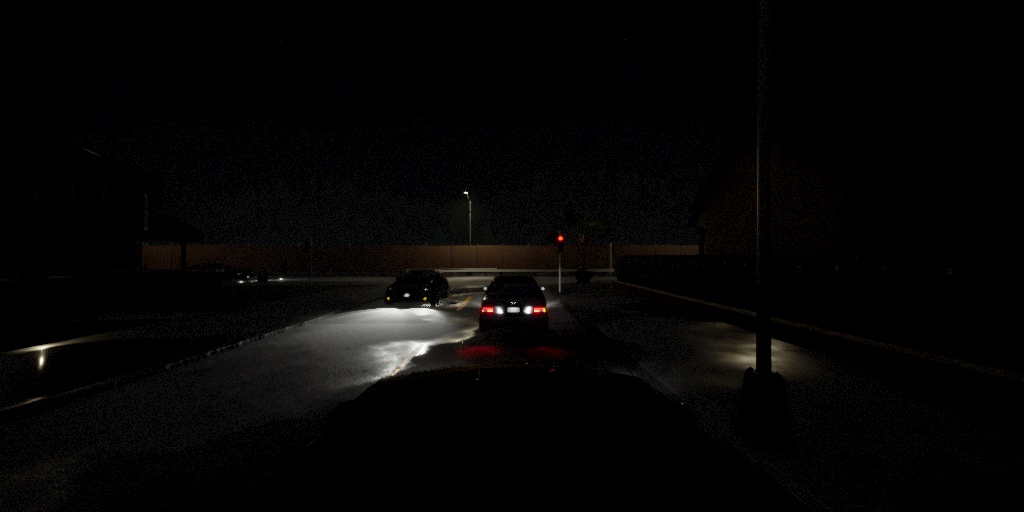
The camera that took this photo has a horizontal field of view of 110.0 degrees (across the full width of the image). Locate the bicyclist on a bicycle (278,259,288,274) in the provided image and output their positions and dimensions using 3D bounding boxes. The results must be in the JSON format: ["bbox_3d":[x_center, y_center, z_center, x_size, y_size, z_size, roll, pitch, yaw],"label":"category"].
[{"bbox_3d":[-23.971,1.099,37.490,0.582,1.620,1.656,0,0,0],"label":"bicyclist on a bicycle"}]

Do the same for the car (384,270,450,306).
[{"bbox_3d":[-4.008,1.314,15.725,1.994,1.385,4.181,0,0,1],"label":"car"}]

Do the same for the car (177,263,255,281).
[{"bbox_3d":[-24.079,1.297,29.092,5.357,1.411,2.033,0,0,0],"label":"car"}]

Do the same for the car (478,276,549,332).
[{"bbox_3d":[0.058,1.297,10.836,2.033,1.411,5.357,0,0,1],"label":"car"}]
